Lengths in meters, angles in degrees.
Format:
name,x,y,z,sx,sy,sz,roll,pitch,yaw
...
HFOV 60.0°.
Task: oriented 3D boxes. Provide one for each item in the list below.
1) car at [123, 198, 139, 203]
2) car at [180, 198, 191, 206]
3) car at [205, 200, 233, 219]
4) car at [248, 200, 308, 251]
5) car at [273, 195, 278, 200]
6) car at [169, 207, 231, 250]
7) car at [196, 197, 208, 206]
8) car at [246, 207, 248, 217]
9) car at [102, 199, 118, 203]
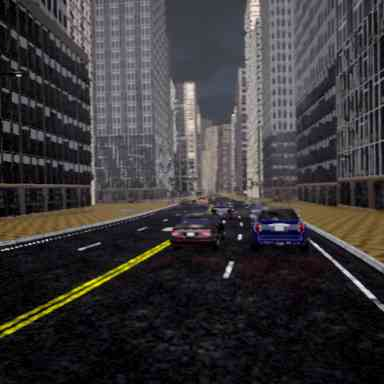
name,x,y,z,sx,sy,sz,roll,pitch,yaw
car,-15.916,2.246,86.599,4.313,1.339,1.947,-1,0,5
car,-1.249,1.957,64.031,2.033,1.411,5.357,-1,0,5
car,2.678,1.635,30.131,2.128,1.511,4.902,-1,0,7
car,3.611,1.382,14.380,2.097,1.767,4.553,-1,-1,10
car,22.874,1.600,83.352,5.009,1.841,2.192,-1,0,5
car,0.405,1.636,14.884,2.033,1.411,5.357,-1,0,10
car,2.005,1.709,64.302,2.097,1.767,4.553,-1,0,5
car,5.872,1.629,29.446,2.033,1.411,5.357,-1,0,7
car,-21.576,2.319,87.129,4.206,1.307,1.802,-1,0,5
